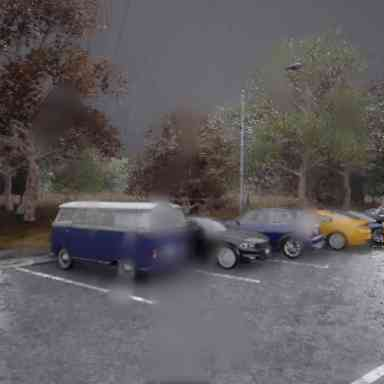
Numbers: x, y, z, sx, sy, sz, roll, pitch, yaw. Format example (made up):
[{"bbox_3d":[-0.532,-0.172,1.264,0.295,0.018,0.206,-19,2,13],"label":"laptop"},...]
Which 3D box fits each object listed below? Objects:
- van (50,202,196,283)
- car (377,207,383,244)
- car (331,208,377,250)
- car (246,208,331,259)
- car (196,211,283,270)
[{"bbox_3d":[-2.331,1.277,9.672,4.442,1.987,1.878,-1,-1,35],"label":"van"},{"bbox_3d":[7.561,1.601,16.361,4.792,1.488,2.163,-1,-1,36],"label":"car"},{"bbox_3d":[5.086,1.553,14.695,5.008,1.535,2.097,-1,-1,35],"label":"car"},{"bbox_3d":[2.662,1.409,12.990,4.553,1.767,2.185,-1,-1,35],"label":"car"},{"bbox_3d":[0.199,1.518,11.323,5.008,1.535,2.097,-1,-1,35],"label":"car"}]
